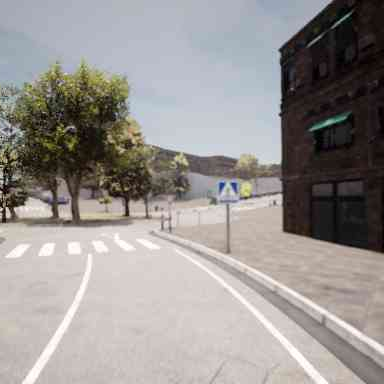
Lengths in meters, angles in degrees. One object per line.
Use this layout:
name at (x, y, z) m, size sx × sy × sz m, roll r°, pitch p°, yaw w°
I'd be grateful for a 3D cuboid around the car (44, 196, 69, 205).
car at (-32.106, 2.369, 80.218) m, size 2.097 × 1.535 × 5.008 m, roll 4°, pitch 2°, yaw 37°

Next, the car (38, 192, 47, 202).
car at (-35.353, 1.805, 85.218) m, size 2.435 × 2.045 × 5.566 m, roll 4°, pitch 2°, yaw 37°

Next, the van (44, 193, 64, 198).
van at (-33.647, 1.987, 82.824) m, size 1.878 × 1.987 × 4.442 m, roll 4°, pitch 2°, yaw 37°

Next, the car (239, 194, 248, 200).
car at (11.711, 1.540, 89.685) m, size 4.792 × 1.488 × 2.163 m, roll -3°, pitch 1°, yaw 18°
